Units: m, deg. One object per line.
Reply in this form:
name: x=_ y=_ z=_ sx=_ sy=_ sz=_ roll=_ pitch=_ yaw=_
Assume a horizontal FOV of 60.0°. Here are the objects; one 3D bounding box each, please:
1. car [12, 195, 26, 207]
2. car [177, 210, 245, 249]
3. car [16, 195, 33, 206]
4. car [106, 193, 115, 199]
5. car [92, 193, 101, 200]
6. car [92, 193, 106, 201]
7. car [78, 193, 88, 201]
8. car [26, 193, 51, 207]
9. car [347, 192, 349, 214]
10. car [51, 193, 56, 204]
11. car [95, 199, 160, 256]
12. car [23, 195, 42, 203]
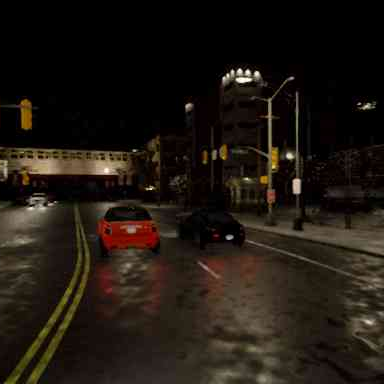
car: x=-26.721 y=1.488 z=51.805 sx=2.097 sy=1.535 sz=5.008 roll=0 pitch=0 yaw=-20
car: x=0.705 y=1.493 z=14.401 sx=1.812 sy=1.442 sz=4.674 roll=0 pitch=0 yaw=-17
car: x=-29.010 y=1.360 z=57.810 sx=2.185 sy=1.767 sz=4.553 roll=0 pitch=0 yaw=-20
car: x=-20.601 y=1.511 z=84.165 sx=1.895 sy=1.301 sz=4.718 roll=0 pitch=0 yaw=-20
car: x=-26.027 y=1.215 z=90.167 sx=2.097 sy=1.767 sz=4.553 roll=0 pitch=0 yaw=-20
car: x=-22.624 y=1.469 z=80.359 sx=2.033 sy=1.411 sz=5.357 roll=0 pitch=0 yaw=-19
car: x=-25.932 y=1.170 z=79.214 sx=2.150 sy=2.045 sz=5.566 roll=0 pitch=0 yaw=-19
car: x=-23.217 y=1.215 z=50.441 sx=2.150 sy=2.045 sz=5.566 roll=0 pitch=1 yaw=-19
car: x=14.351 y=1.128 z=31.574 sx=2.185 sy=1.767 sz=4.553 roll=0 pitch=0 yaw=-20
car: x=-28.447 y=1.214 z=65.286 sx=2.150 sy=2.045 sz=5.566 roll=0 pitch=0 yaw=-20
car: x=-2.691 y=1.336 z=13.428 sx=2.097 sy=1.767 sz=4.553 roll=0 pitch=0 yaw=-17
car: x=-32.593 y=1.482 z=67.972 sx=2.231 sy=1.521 sz=4.892 roll=0 pitch=0 yaw=-10
